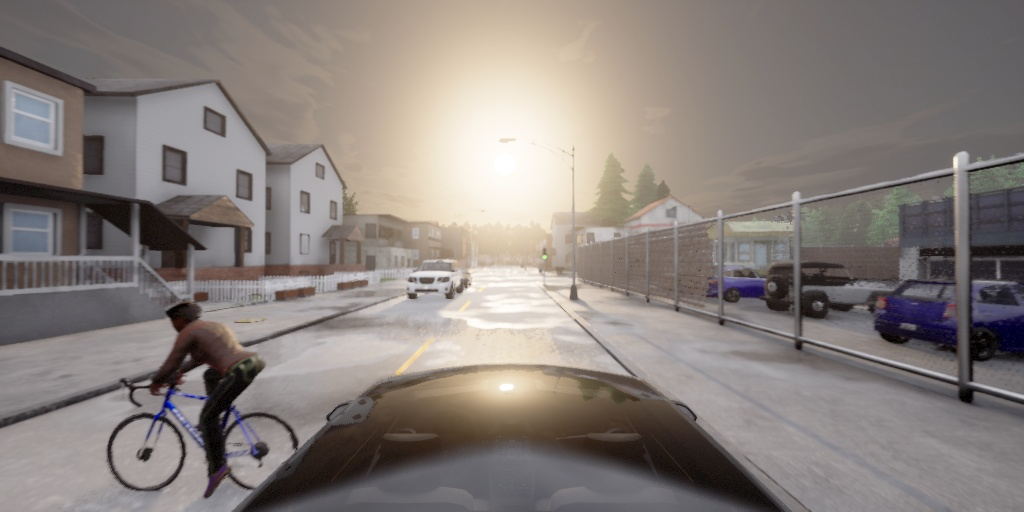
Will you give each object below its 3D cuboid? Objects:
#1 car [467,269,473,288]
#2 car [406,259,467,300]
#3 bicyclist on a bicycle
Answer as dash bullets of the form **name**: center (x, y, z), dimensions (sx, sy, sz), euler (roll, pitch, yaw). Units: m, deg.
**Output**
- **car**: center (-4.034, 1.572, 26.817), dimensions (1.812, 1.442, 4.674), euler (0, -1, 0)
- **car**: center (-4.032, 1.187, 19.668), dimensions (2.150, 2.045, 5.566), euler (0, -1, 0)
- **bicyclist on a bicycle**: center (-2.647, 1.218, 3.072), dimensions (1.656, 1.620, 0.582), euler (-1, -1, 0)
